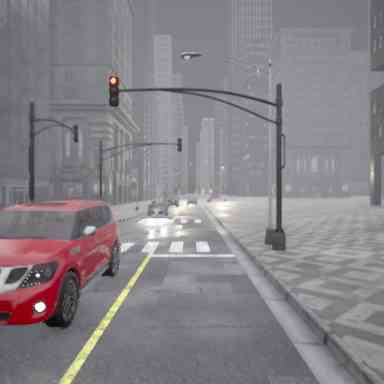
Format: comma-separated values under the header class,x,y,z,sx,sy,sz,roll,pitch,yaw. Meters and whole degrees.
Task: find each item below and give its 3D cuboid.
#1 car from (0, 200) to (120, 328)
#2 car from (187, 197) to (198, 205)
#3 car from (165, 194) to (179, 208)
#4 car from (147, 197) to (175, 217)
class,x,y,z,sx,sy,sz,roll,pitch,yaw
car,-3.100,1.225,7.330,2.150,2.045,5.566,0,0,0
car,0.028,1.591,57.754,2.033,1.411,5.357,0,0,0
car,-3.053,1.253,49.063,2.150,2.045,5.566,0,0,0
car,-3.083,1.509,31.481,2.128,1.511,4.902,0,0,0
